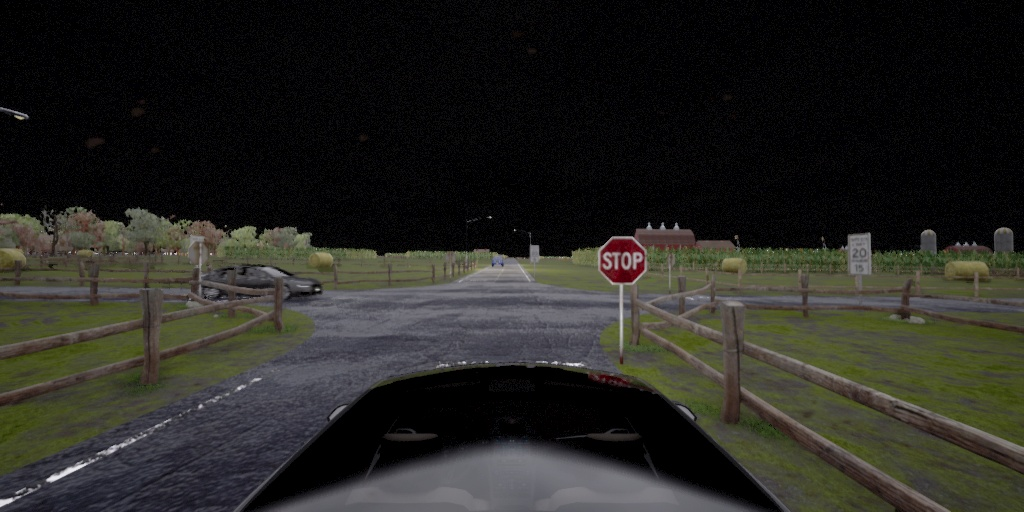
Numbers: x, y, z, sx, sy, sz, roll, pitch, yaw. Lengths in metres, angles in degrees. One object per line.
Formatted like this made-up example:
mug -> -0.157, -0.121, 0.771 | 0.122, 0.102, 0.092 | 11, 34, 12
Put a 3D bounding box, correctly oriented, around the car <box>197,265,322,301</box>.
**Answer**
car -> -10.859, 1.153, 15.536 | 4.892, 1.490, 1.837 | 1, -1, -1
